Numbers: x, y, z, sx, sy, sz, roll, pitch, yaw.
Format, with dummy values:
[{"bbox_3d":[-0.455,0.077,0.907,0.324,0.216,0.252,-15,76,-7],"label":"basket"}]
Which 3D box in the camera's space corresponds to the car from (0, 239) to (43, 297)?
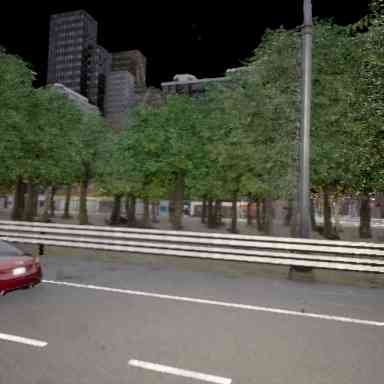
[{"bbox_3d":[-5.918,1.775,8.382,4.181,1.385,1.994,1,-3,18],"label":"car"}]
